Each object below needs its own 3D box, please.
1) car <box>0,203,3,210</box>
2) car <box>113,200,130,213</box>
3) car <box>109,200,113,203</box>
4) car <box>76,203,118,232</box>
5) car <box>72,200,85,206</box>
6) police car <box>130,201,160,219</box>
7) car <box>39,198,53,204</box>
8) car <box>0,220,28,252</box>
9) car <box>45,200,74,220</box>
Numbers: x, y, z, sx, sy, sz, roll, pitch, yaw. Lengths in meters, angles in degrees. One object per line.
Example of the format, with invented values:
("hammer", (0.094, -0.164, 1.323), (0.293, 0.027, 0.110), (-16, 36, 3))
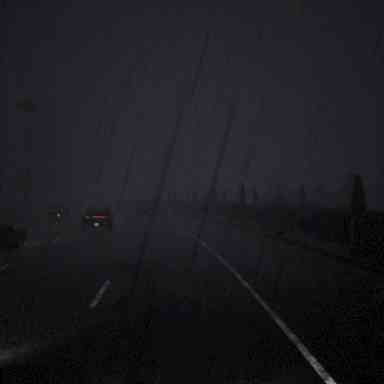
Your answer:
("car", (-31.731, 2.158, 53.559), (1.994, 1.385, 4.181), (0, -1, -35))
("car", (-8.644, 1.911, 43.800), (1.882, 1.535, 5.008), (0, -1, -24))
("car", (-11.545, 2.002, 49.718), (1.837, 1.490, 4.892), (0, -1, -28))
("car", (-6.148, 1.715, 21.944), (2.128, 1.511, 4.902), (0, -1, -12))
("car", (-22.811, 2.136, 65.385), (1.895, 1.301, 4.718), (0, -1, -39))
("police car", (-4.654, 1.753, 33.686), (1.930, 1.638, 5.238), (0, -1, -19))
("car", (-33.937, 2.176, 77.568), (4.892, 1.490, 1.837), (-1, -1, 42))
("car", (-7.859, 1.686, 12.186), (2.033, 1.411, 5.357), (0, -1, -7))
("car", (-12.574, 1.839, 31.771), (1.837, 1.490, 4.892), (0, -1, -18))
